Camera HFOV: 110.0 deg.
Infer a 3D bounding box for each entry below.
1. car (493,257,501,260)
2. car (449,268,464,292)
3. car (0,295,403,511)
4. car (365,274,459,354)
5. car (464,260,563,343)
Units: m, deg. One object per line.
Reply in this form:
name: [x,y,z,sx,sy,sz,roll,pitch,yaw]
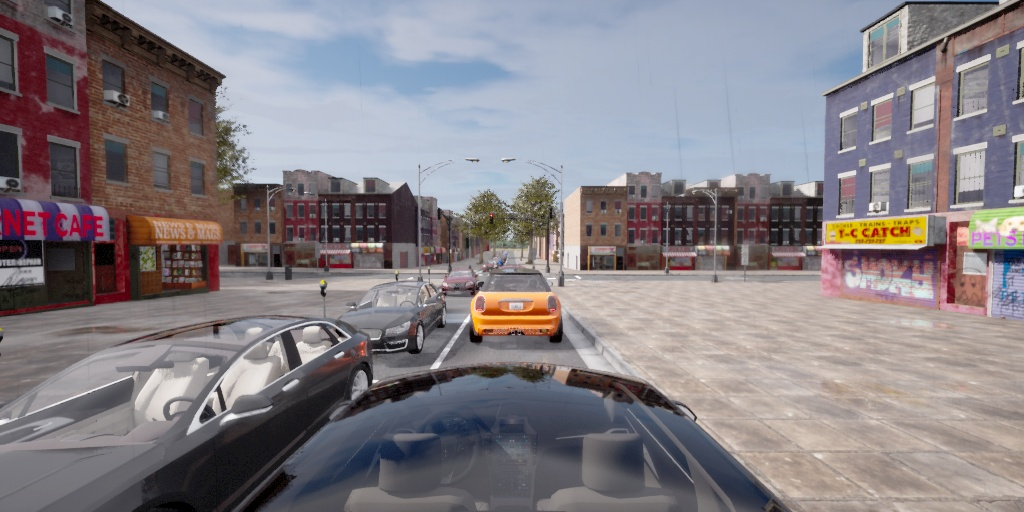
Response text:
car: [-2.733,1.245,46.216,1.967,1.591,4.097,0,0,0]
car: [-2.677,1.336,19.441,1.802,1.307,4.207,0,0,0]
car: [-2.643,1.300,3.098,2.007,1.370,4.403,0,0,0]
car: [-2.654,1.299,8.547,2.007,1.370,4.403,0,0,0]
car: [0.083,1.101,9.857,2.097,1.767,4.553,0,0,0]
